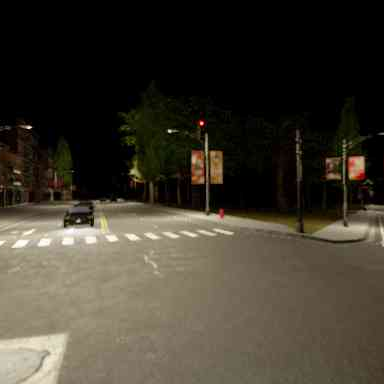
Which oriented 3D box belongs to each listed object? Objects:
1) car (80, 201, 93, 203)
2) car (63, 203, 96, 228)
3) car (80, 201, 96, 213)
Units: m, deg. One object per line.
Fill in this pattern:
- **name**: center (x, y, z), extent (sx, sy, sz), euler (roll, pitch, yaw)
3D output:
- **car**: center (-10.848, 1.759, 33.773), extent (1.882, 1.535, 5.008), euler (-1, 0, -16)
- **car**: center (-8.019, 1.742, 23.884), extent (1.994, 1.385, 4.181), euler (-1, 0, -15)
- **car**: center (-13.867, 1.933, 44.466), extent (1.812, 1.442, 4.674), euler (-1, 0, -15)
